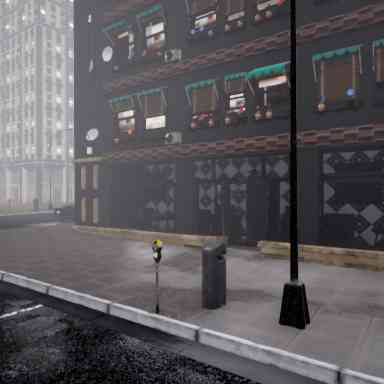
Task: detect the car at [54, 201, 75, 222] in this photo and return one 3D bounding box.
[{"bbox_3d":[-7.286,1.279,22.789,1.947,1.339,4.313,1,1,35],"label":"car"}]
